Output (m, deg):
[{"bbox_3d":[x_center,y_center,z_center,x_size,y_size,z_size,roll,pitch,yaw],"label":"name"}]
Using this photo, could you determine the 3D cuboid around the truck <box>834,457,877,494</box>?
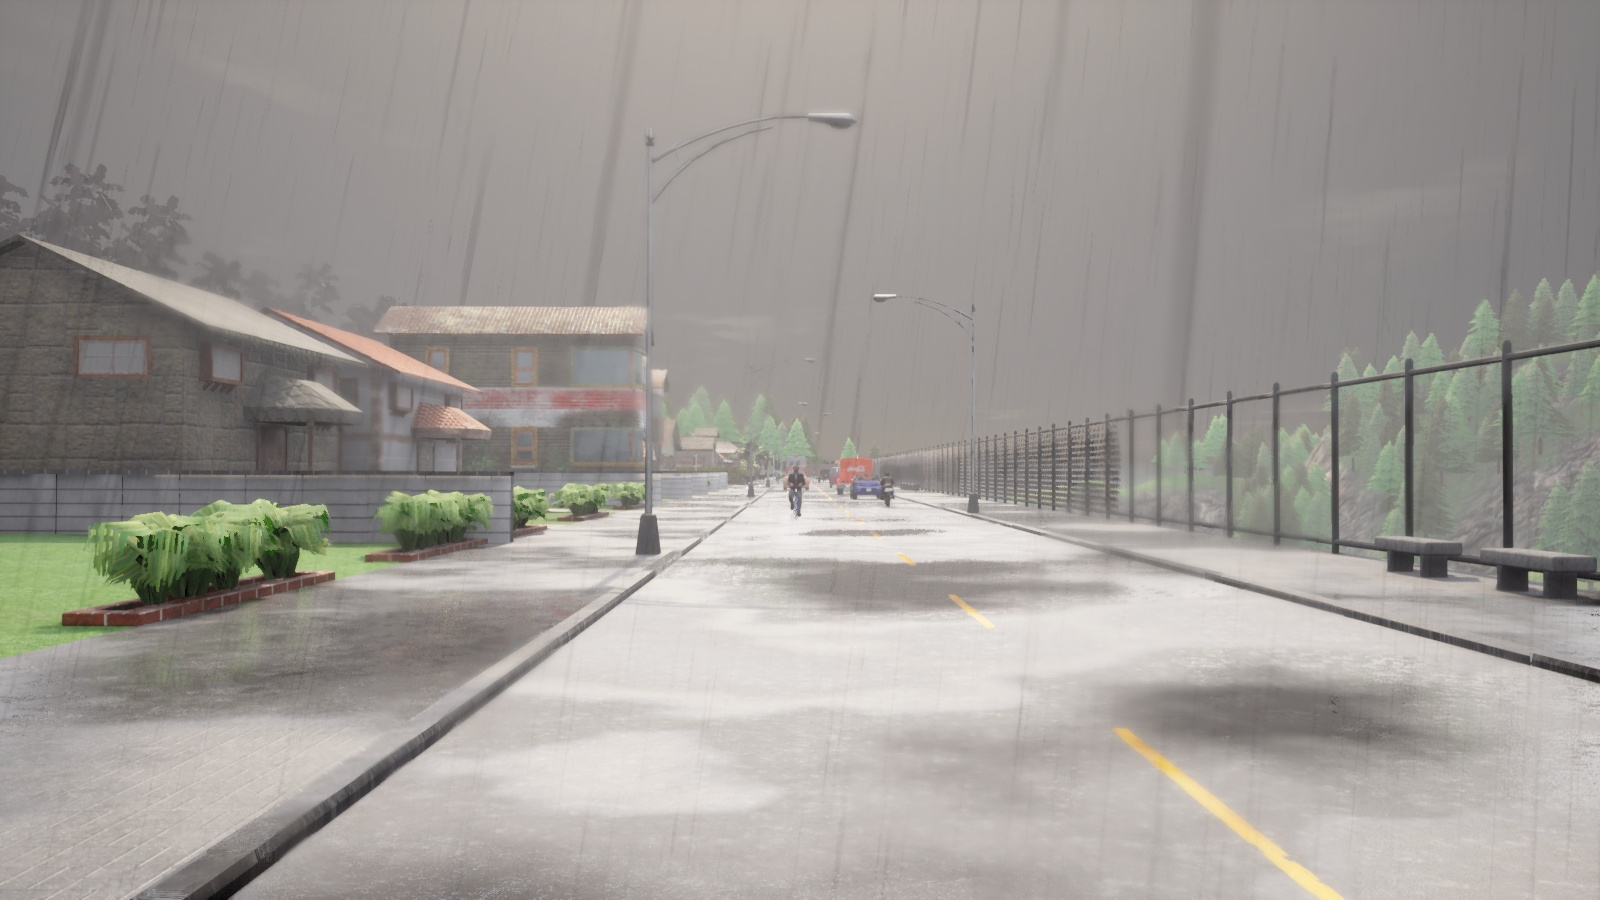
[{"bbox_3d":[3.750,1.753,85.837,2.627,2.467,5.204,0,-1,0],"label":"truck"}]

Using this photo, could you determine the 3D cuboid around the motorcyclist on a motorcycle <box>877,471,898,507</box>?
[{"bbox_3d":[3.841,1.708,55.233,0.797,1.523,2.044,0,-1,0],"label":"motorcyclist on a motorcycle"}]

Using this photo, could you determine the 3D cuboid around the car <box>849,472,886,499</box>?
[{"bbox_3d":[3.794,2.008,71.184,1.816,1.474,4.193,0,-1,0],"label":"car"}]
